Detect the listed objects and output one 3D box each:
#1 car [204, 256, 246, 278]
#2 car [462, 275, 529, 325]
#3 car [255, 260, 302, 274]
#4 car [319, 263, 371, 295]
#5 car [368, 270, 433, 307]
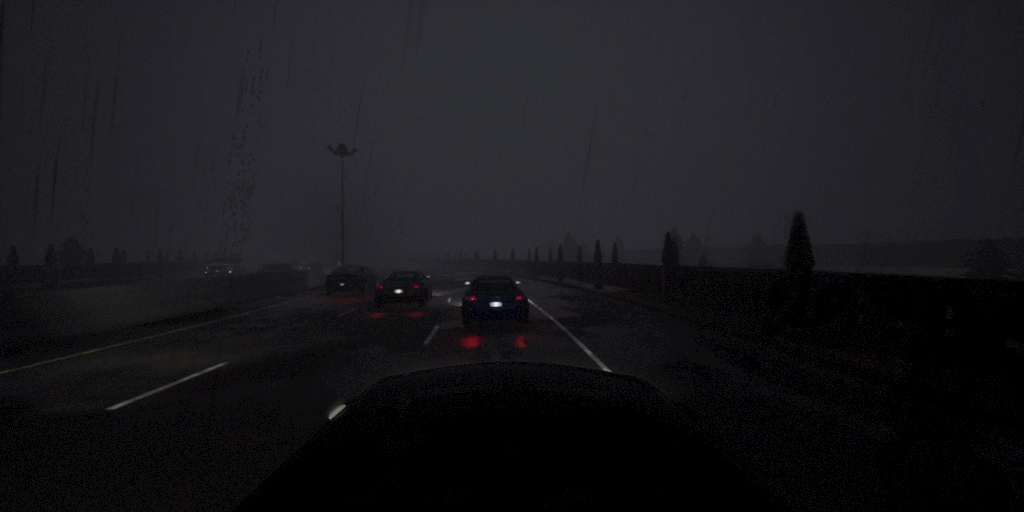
[{"bbox_3d":[-28.430,1.067,35.761,2.150,2.045,5.566,0,0,-24],"label":"car"},{"bbox_3d":[-0.621,1.315,11.958,1.994,1.385,4.181,0,0,-5],"label":"car"},{"bbox_3d":[-18.047,1.315,27.530,1.837,1.490,4.892,0,0,-17],"label":"car"},{"bbox_3d":[-8.892,1.257,20.266,1.882,1.535,5.008,0,0,-10],"label":"car"},{"bbox_3d":[-4.614,1.328,15.759,1.994,1.385,4.181,0,0,-7],"label":"car"}]
